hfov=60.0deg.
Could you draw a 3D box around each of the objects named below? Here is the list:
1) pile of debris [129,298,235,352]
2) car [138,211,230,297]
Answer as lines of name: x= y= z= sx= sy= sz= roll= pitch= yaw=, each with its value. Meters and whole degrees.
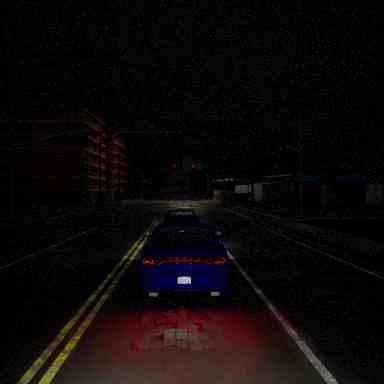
pile of debris: x=-0.175 y=2.175 z=5.638 sx=1.500 sy=0.140 sz=1.860 roll=0 pitch=0 yaw=-2
car: x=-0.216 y=1.478 z=8.609 sx=1.882 sy=1.535 sz=5.008 roll=0 pitch=0 yaw=-2
